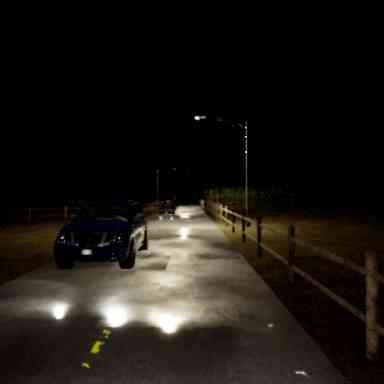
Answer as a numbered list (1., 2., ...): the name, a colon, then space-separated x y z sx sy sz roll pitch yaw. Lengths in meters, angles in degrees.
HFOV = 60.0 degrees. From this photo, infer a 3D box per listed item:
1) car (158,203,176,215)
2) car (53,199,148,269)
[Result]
1. car: -2.882 1.994 39.714 2.033 1.411 5.357 0 -1 0
2. car: -2.878 1.305 11.797 2.150 2.045 5.566 0 -1 0
